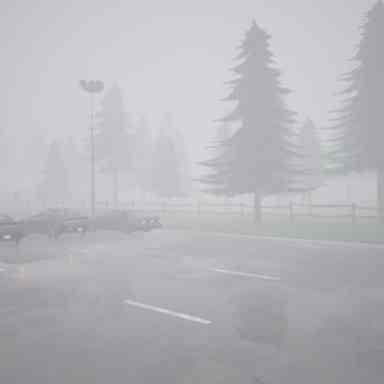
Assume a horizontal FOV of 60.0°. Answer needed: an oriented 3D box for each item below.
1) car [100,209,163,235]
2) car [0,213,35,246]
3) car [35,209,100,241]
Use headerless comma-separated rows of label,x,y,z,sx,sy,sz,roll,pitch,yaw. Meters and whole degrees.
car,-4.249,1.714,19.924,5.357,1.411,2.033,-1,0,36
car,-9.589,1.676,15.135,4.902,1.511,2.128,-1,0,36
car,-7.555,1.676,17.985,4.902,1.511,2.128,-1,0,36
